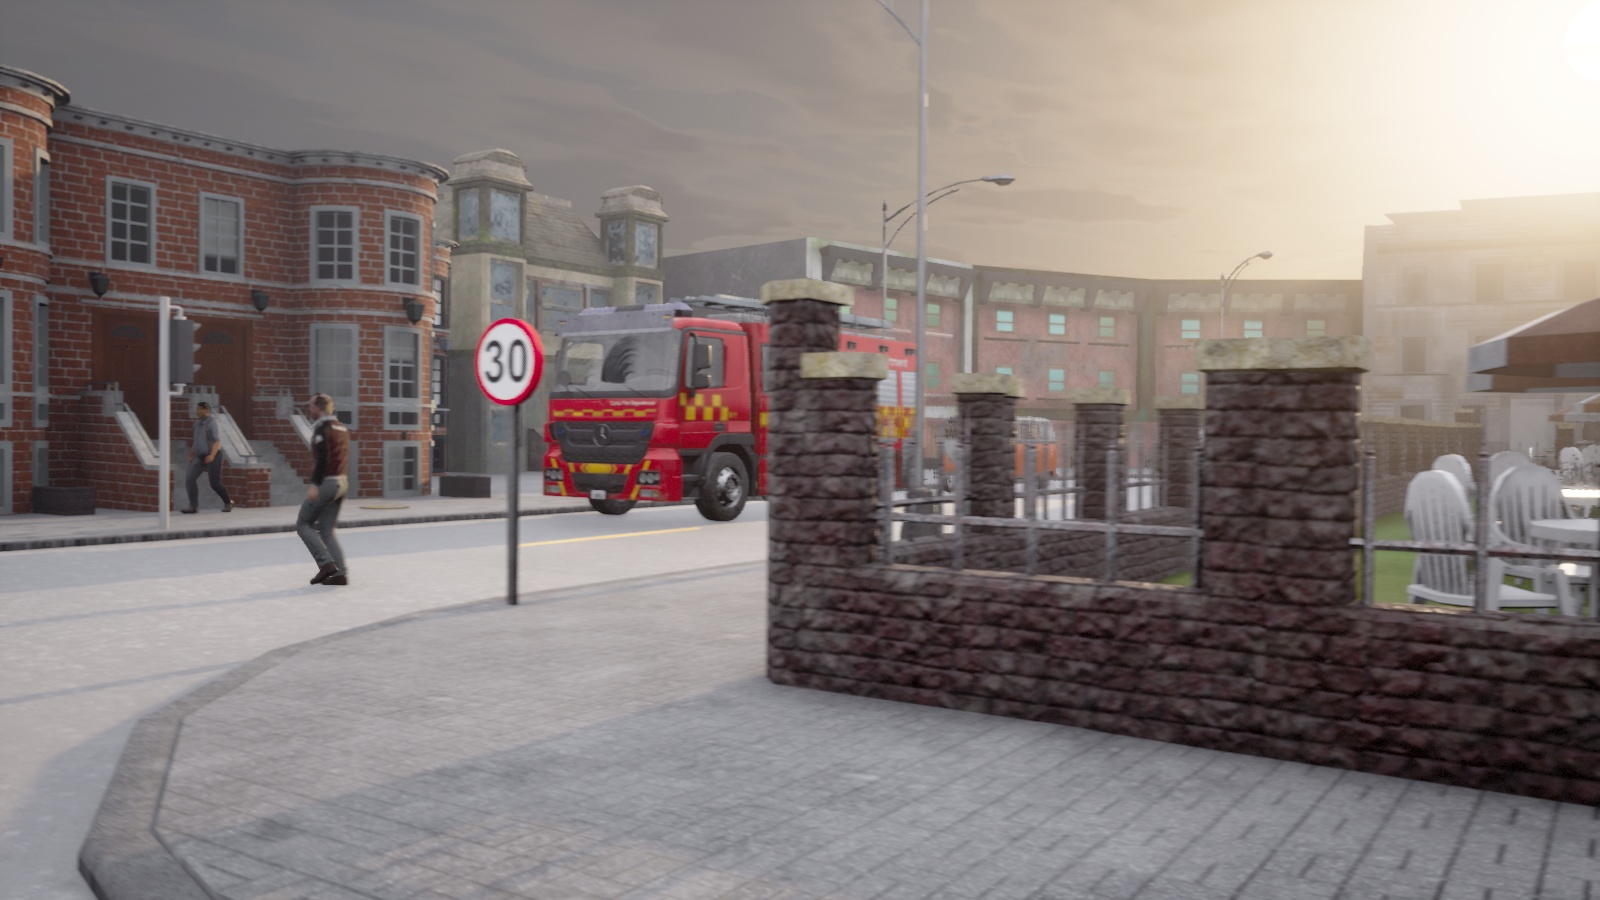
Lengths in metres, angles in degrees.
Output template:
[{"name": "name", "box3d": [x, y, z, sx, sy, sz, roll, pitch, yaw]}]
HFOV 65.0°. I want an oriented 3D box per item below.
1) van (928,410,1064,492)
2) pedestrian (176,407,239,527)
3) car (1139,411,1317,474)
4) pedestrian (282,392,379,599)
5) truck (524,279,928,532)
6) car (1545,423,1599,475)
[{"name": "van", "box3d": [5.146, -0.005, 32.486, 1.775, 1.987, 4.442, 0, 1, 34]}, {"name": "pedestrian", "box3d": [-9.330, 0.254, 19.779, 0.540, 1.848, 0.694, 0, 1, 21]}, {"name": "car", "box3d": [14.731, -0.273, 43.272, 5.566, 2.045, 2.150, -1, 1, -15]}, {"name": "pedestrian", "box3d": [-4.309, 0.410, 11.531, 0.720, 1.854, 0.376, 0, 1, 9]}, {"name": "truck", "box3d": [-0.933, -0.744, 23.318, 2.891, 3.827, 8.468, 0, 1, 34]}, {"name": "car", "box3d": [24.754, -0.055, 37.303, 4.514, 1.525, 2.007, 0, 1, 30]}]
